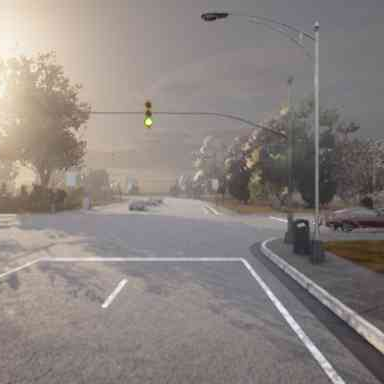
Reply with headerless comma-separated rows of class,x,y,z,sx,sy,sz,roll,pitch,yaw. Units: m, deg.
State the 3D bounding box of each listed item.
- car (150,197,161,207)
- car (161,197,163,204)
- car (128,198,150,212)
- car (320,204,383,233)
car,-7.104,1.823,58.406,1.837,1.490,4.892,0,-1,0
car,-7.442,1.802,73.745,1.882,1.535,5.008,0,0,-3
car,-7.073,1.756,43.535,1.837,1.490,4.892,0,0,0
car,10.219,1.646,20.159,4.674,1.442,1.812,0,0,-3
